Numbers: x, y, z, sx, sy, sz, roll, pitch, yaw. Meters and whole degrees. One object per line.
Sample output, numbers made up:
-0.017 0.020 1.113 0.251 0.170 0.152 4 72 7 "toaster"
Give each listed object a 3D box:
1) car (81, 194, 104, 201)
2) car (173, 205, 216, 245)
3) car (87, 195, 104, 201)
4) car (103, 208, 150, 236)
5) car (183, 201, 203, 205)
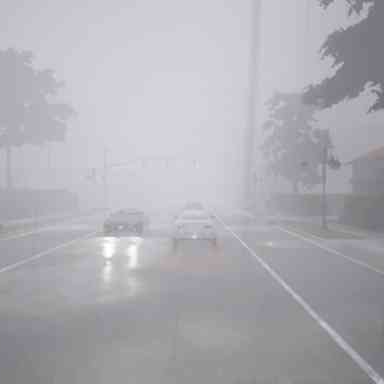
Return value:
-23.293 1.309 77.063 4.611 1.667 2.242 0 0 1 "car"
0.104 1.529 15.448 1.812 1.442 4.674 0 0 0 "car"
-24.008 1.471 82.814 3.806 1.475 1.970 0 0 1 "car"
-3.536 1.568 18.494 1.994 1.385 4.181 0 0 1 "car"
0.107 1.570 32.054 1.994 1.385 4.181 0 0 0 "car"
